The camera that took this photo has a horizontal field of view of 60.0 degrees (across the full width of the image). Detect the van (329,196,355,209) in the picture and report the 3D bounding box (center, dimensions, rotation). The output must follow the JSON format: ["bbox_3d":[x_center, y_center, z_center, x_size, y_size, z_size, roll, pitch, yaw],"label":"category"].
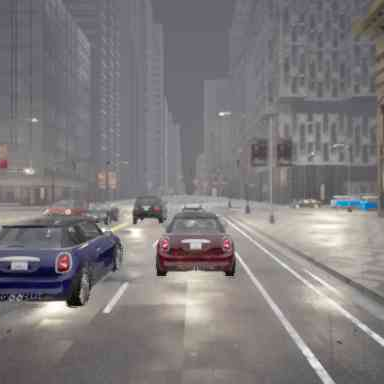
[{"bbox_3d":[21.488,1.453,46.687,3.998,1.788,1.690,0,0,0],"label":"van"}]

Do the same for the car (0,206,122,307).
[{"bbox_3d":[-3.149,1.380,8.196,2.097,1.767,4.553,0,0,0],"label":"car"}]

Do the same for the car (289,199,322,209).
[{"bbox_3d":[15.870,1.674,46.709,4.403,1.369,2.008,0,0,0],"label":"car"}]

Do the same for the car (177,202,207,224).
[{"bbox_3d":[0.086,1.580,26.313,2.128,1.511,4.902,0,0,2],"label":"car"}]

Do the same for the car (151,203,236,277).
[{"bbox_3d":[0.098,1.389,10.508,2.097,1.767,4.553,0,0,0],"label":"car"}]

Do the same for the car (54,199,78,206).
[{"bbox_3d":[-9.757,1.439,25.944,2.097,1.767,4.553,0,0,0],"label":"car"}]

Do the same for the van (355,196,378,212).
[{"bbox_3d":[21.454,1.414,38.162,3.998,1.788,1.690,0,0,0],"label":"van"}]

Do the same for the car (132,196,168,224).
[{"bbox_3d":[-3.153,1.305,25.538,2.150,2.045,5.566,0,-1,0],"label":"car"}]

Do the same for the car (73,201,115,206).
[{"bbox_3d":[-6.524,1.577,24.173,2.128,1.511,4.902,0,0,0],"label":"car"}]
